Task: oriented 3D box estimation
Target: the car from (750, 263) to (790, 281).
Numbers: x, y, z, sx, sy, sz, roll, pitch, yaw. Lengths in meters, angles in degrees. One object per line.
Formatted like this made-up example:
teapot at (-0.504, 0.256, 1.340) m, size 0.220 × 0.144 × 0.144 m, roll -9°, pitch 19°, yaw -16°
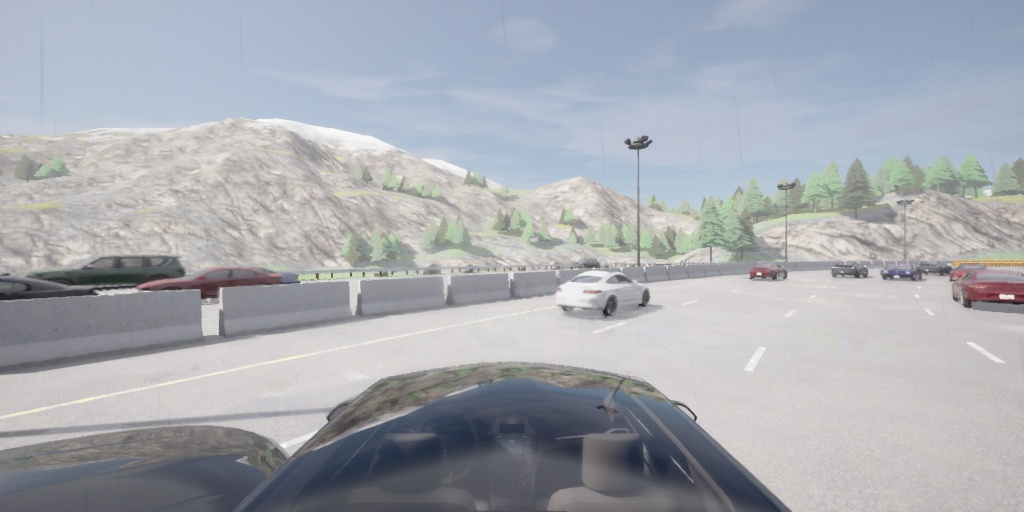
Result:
car at (21.801, 1.275, 30.460) m, size 4.674 × 1.442 × 1.812 m, roll 0°, pitch 0°, yaw -39°

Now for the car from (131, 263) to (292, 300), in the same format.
car at (-12.946, 1.227, 15.799) m, size 1.882 × 1.535 × 5.008 m, roll 0°, pitch 0°, yaw 39°

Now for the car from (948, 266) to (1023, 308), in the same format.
car at (19.065, 1.276, 14.195) m, size 4.674 × 1.442 × 1.812 m, roll 0°, pitch 0°, yaw -44°

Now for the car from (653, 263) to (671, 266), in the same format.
car at (16.210, 1.403, 39.682) m, size 4.718 × 1.301 × 1.895 m, roll 0°, pitch 0°, yaw -38°

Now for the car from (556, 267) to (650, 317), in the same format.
car at (3.421, 1.276, 13.168) m, size 1.812 × 1.442 × 4.674 m, roll 0°, pitch 0°, yaw 42°

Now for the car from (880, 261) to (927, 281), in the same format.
car at (32.309, 1.351, 29.677) m, size 4.718 × 1.301 × 1.895 m, roll 0°, pitch 0°, yaw -35°

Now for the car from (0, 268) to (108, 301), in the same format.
car at (-13.927, 1.227, 8.861) m, size 1.882 × 1.535 × 5.008 m, roll 0°, pitch 0°, yaw 37°

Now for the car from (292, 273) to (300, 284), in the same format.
car at (-14.611, 1.297, 19.354) m, size 2.033 × 1.411 × 5.357 m, roll 0°, pitch 0°, yaw 39°

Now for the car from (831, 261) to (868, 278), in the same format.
car at (31.376, 1.242, 33.286) m, size 4.902 × 1.511 × 2.128 m, roll 0°, pitch 0°, yaw -35°

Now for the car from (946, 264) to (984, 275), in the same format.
car at (34.970, 1.313, 27.246) m, size 4.181 × 1.385 × 1.994 m, roll 0°, pitch 0°, yaw -36°

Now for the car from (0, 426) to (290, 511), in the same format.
car at (-2.981, 1.255, 0.477) m, size 4.892 × 1.490 × 1.837 m, roll 0°, pitch 0°, yaw -45°

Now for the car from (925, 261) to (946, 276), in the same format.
car at (43.314, 1.242, 36.808) m, size 4.902 × 1.511 × 2.128 m, roll 0°, pitch 0°, yaw -31°

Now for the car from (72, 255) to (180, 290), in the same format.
car at (-20.099, 0.971, 18.087) m, size 2.150 × 2.045 × 5.566 m, roll 0°, pitch 0°, yaw 38°

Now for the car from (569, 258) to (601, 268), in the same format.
car at (9.773, 1.024, 47.977) m, size 4.553 × 1.767 × 2.097 m, roll 0°, pitch 0°, yaw -38°
